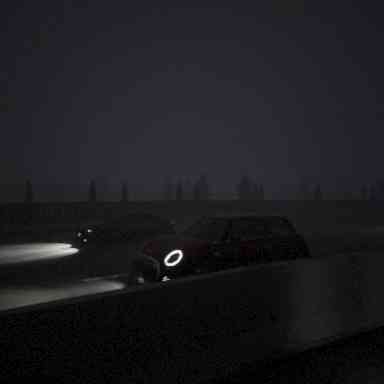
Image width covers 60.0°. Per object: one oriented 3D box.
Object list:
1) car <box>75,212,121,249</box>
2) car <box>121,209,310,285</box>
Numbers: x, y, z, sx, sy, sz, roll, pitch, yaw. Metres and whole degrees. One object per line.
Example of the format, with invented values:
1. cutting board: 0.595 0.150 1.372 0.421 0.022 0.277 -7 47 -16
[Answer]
1. car: -2.807 1.529 14.391 4.181 1.385 1.994 0 0 -32
2. car: 0.811 1.339 8.410 4.553 1.767 2.097 0 0 -32
